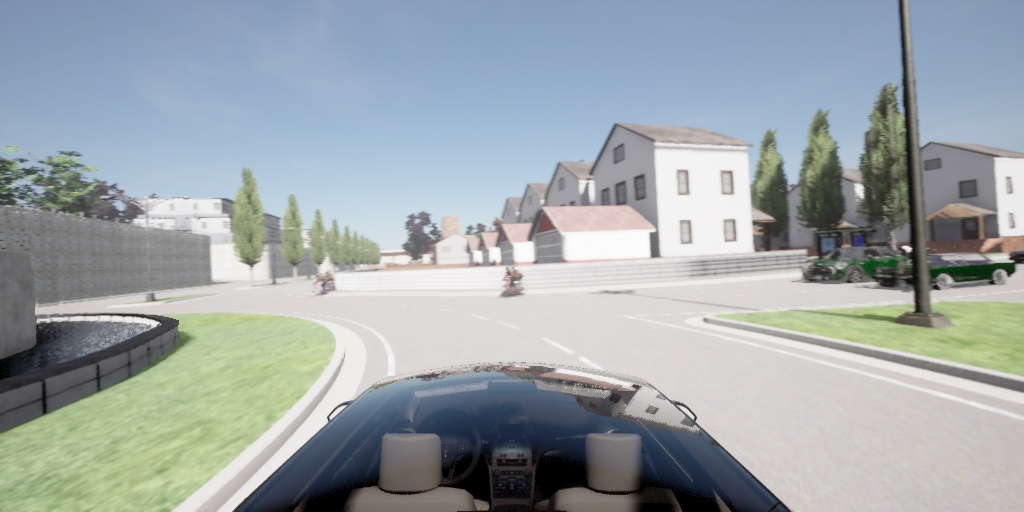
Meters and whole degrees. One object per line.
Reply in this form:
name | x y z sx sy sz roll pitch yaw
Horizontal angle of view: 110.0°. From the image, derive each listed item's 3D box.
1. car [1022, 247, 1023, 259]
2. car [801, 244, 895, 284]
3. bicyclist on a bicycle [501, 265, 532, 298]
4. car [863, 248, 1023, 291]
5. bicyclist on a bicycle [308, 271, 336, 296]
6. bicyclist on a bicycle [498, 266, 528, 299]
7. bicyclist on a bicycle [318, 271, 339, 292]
car | 33.925 -0.299 22.518 5.357 1.411 2.033 -3 -1 -16
car | 16.909 0.355 17.793 4.553 1.767 2.097 -3 -1 -12
bicyclist on a bicycle | 0.246 1.342 19.373 1.656 1.620 0.582 -3 0 -43
car | 16.980 0.569 14.198 4.718 1.301 1.895 -3 0 -12
bicyclist on a bicycle | -14.319 2.168 26.733 0.582 1.620 1.656 -3 0 42
bicyclist on a bicycle | -0.092 1.351 18.400 1.656 1.620 0.582 -3 -1 -42
bicyclist on a bicycle | -14.931 2.070 29.232 1.656 1.620 0.582 -3 -1 26
